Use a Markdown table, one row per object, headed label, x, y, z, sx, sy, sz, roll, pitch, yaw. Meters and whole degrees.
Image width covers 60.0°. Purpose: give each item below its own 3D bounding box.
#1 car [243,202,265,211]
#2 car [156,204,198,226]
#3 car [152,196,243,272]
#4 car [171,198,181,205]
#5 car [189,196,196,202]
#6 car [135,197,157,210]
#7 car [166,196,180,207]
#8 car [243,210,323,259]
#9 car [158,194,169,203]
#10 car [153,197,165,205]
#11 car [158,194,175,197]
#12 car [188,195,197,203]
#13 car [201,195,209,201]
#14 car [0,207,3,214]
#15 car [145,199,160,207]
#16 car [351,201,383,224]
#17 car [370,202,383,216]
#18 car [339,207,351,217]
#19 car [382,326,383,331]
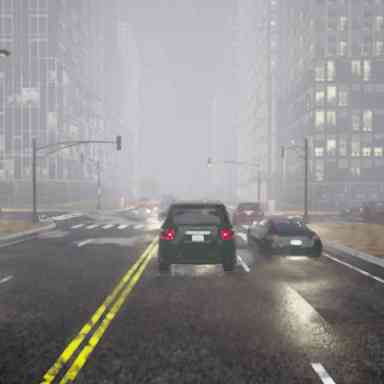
| label | x | y | z | sx | sy | sz | roll | pitch | yaw |
| --- | --- | --- | --- | --- | --- | --- | --- | --- | --- |
| car | 4.104 | 1.503 | 23.848 | 2.097 | 1.767 | 4.553 | -1 | -2 | 10 |
| car | -1.266 | 1.696 | 25.940 | 1.812 | 1.442 | 4.674 | 1 | -1 | -21 |
| car | 0.113 | 1.266 | 11.084 | 2.150 | 2.045 | 5.566 | 0 | 0 | -1 |
| car | -3.197 | 1.848 | 68.276 | 1.895 | 1.301 | 4.718 | 0 | 0 | 0 |
| car | 0.070 | 1.836 | 89.568 | 1.812 | 1.442 | 4.674 | 0 | 0 | 0 |
| car | -6.586 | 1.529 | 46.626 | 2.097 | 1.767 | 4.553 | 0 | 0 | 1 |
| car | -3.268 | 1.568 | 58.224 | 2.097 | 1.767 | 4.553 | 0 | 0 | 0 |
| car | 3.357 | 1.614 | 12.774 | 1.994 | 1.385 | 4.181 | 0 | 0 | 0 |
| car | -6.440 | 1.499 | 76.441 | 2.150 | 2.045 | 5.566 | 0 | 0 | 0 |
| car | -6.448 | 1.718 | 65.870 | 1.882 | 1.535 | 5.008 | 0 | 0 | 0 |
| car | -3.325 | 1.405 | 48.414 | 2.150 | 2.045 | 5.566 | 0 | 0 | -1 |
| car | 0.063 | 1.639 | 79.889 | 2.097 | 1.767 | 4.553 | 0 | 0 | 0 |
| car | 3.320 | 1.619 | 88.315 | 1.882 | 1.535 | 5.008 | 0 | 0 | 0 |
| car | -19.617 | 1.543 | 30.305 | 4.181 | 1.385 | 1.994 | 1 | 1 | 1 |
| car | -6.529 | 1.808 | 55.615 | 1.895 | 1.301 | 4.718 | 0 | 0 | 0 |
| car | 16.222 | 1.643 | 27.097 | 5.009 | 1.841 | 2.192 | 1 | 0 | 1 |
| car | 21.837 | 1.804 | 35.378 | 4.829 | 1.417 | 1.752 | 1 | 0 | 1 |
| car | 16.883 | 1.829 | 32.868 | 4.181 | 1.385 | 1.994 | 0 | 1 | 1 |
| car | 3.352 | 1.610 | 2.093 | 1.895 | 1.301 | 4.718 | 0 | 0 | 0 |
